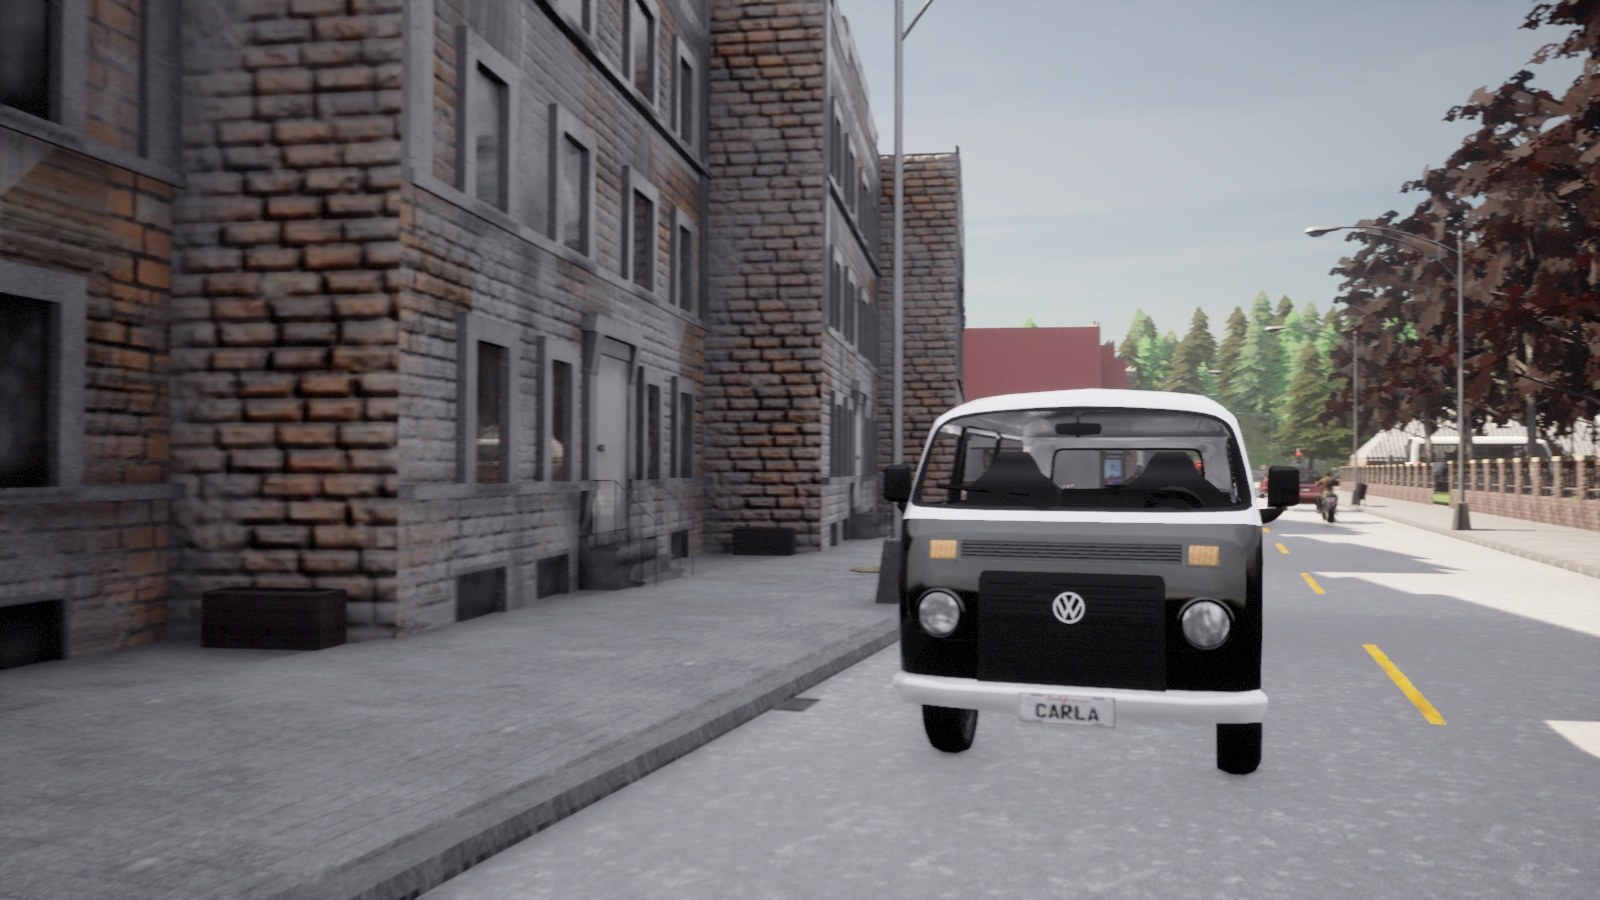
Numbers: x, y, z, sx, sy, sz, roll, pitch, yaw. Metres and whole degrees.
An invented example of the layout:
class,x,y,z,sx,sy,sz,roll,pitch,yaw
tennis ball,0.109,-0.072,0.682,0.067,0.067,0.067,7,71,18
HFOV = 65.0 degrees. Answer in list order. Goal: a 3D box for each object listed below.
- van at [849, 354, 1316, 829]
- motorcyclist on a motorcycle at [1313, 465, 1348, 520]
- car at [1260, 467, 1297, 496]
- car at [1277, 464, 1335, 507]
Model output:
class,x,y,z,sx,sy,sz,roll,pitch,yaw
van,1.922,0.645,7.843,2.069,2.038,4.480,0,-1,18
motorcyclist on a motorcycle,16.267,1.283,38.551,0.766,1.649,2.350,0,-1,18
car,26.924,1.757,70.735,1.789,1.549,3.705,0,-1,18
car,19.836,1.380,49.344,1.851,1.617,3.988,0,-1,18
